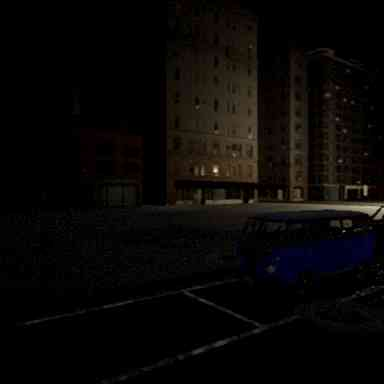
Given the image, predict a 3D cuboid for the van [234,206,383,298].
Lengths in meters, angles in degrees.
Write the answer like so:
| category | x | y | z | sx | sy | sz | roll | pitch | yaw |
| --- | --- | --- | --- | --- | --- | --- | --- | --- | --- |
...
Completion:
| category | x | y | z | sx | sy | sz | roll | pitch | yaw |
| --- | --- | --- | --- | --- | --- | --- | --- | --- | --- |
| van | 2.869 | 1.341 | 8.236 | 3.998 | 1.788 | 1.690 | 0 | 0 | -36 |
